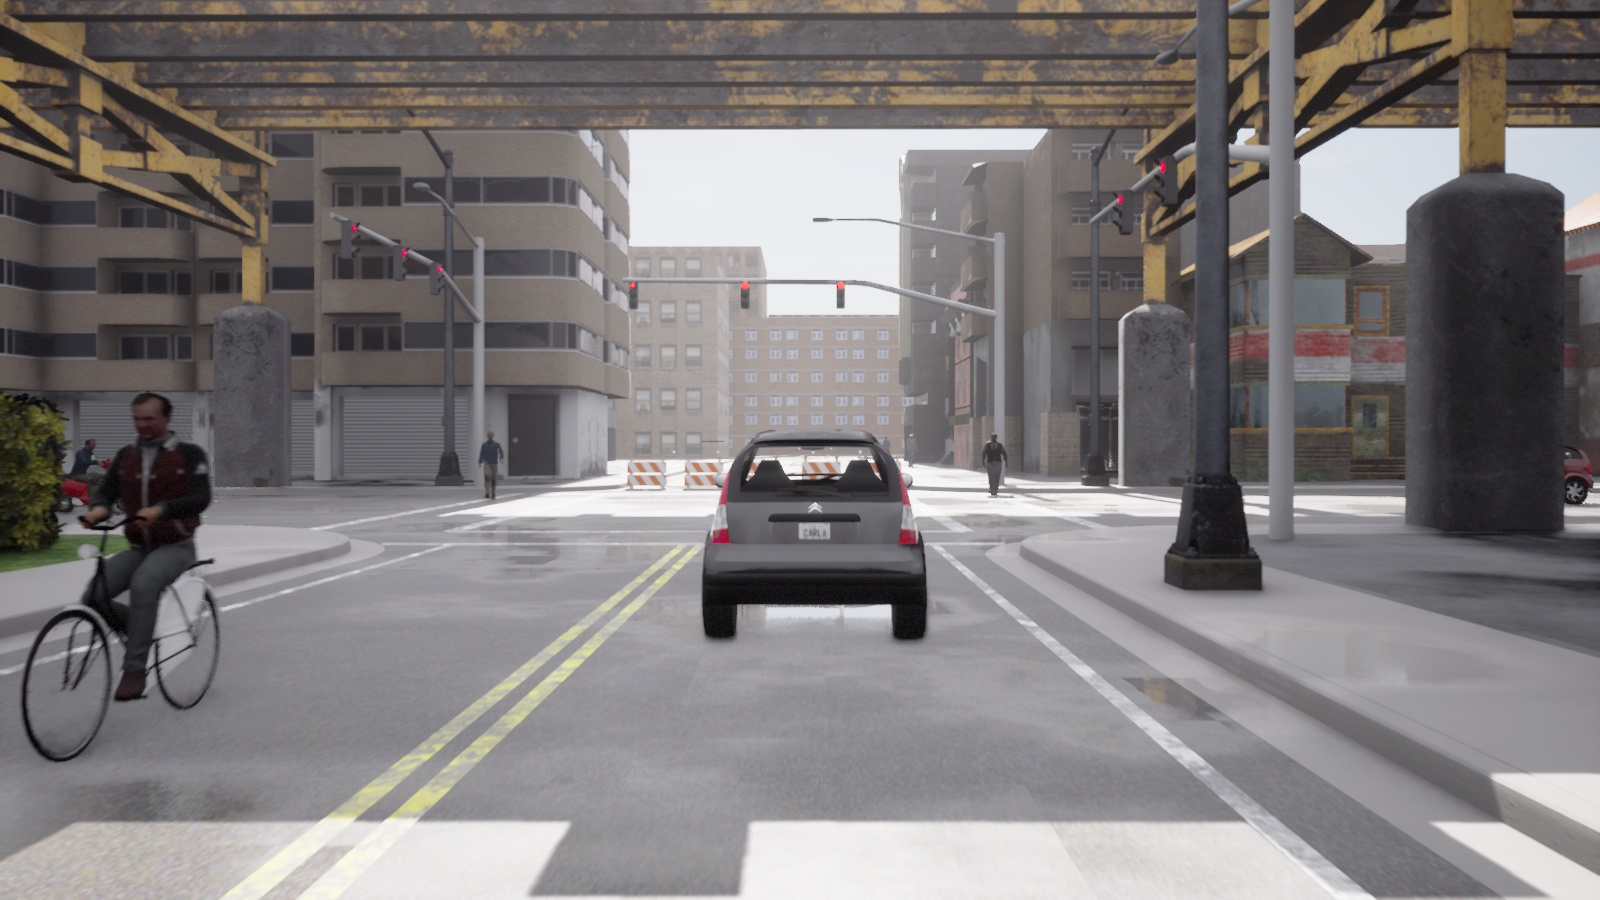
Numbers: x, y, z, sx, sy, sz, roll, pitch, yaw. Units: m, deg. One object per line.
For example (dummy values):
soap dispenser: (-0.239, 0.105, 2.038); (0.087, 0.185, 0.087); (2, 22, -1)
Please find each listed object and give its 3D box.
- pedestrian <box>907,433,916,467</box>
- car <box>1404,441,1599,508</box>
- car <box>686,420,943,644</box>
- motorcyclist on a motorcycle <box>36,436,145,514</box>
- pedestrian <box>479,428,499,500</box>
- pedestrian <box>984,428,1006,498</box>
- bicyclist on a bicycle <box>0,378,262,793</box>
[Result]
pedestrian: (6.075, 0.010, 68.185); (0.354, 1.836, 0.706); (0, 0, -7)
car: (16.806, 0.559, 30.173); (3.705, 1.549, 1.789); (0, 0, 0)
car: (0.118, 0.579, 11.044); (1.851, 1.617, 3.988); (0, 0, 1)
motorcyclist on a motorcycle: (-15.143, 0.525, 26.832); (1.817, 1.590, 0.866); (-1, 0, 0)
pedestrian: (-8.015, 0.346, 32.371); (0.402, 1.842, 0.726); (0, 0, -8)
pedestrian: (5.354, 0.348, 34.527); (0.563, 1.883, 0.849); (0, 0, 11)
bicyclist on a bicycle: (-3.428, 0.576, 6.295); (0.659, 1.776, 1.843); (0, 0, 1)
